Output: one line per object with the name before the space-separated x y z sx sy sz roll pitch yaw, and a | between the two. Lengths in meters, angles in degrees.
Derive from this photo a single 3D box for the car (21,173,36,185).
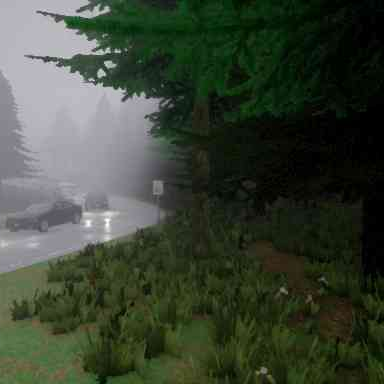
car | -25.641 -2.127 52.452 2.150 2.045 5.566 0 5 -30

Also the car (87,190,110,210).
car | -8.318 0.651 28.896 1.837 1.490 4.892 0 5 -19

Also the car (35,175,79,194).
car | -15.813 -0.780 39.444 5.566 2.045 2.150 6 3 36

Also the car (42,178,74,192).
car | -18.323 -0.951 45.380 4.892 1.490 1.837 6 4 38

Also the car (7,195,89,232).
car | -8.122 1.226 18.790 1.882 1.535 5.008 0 2 12
